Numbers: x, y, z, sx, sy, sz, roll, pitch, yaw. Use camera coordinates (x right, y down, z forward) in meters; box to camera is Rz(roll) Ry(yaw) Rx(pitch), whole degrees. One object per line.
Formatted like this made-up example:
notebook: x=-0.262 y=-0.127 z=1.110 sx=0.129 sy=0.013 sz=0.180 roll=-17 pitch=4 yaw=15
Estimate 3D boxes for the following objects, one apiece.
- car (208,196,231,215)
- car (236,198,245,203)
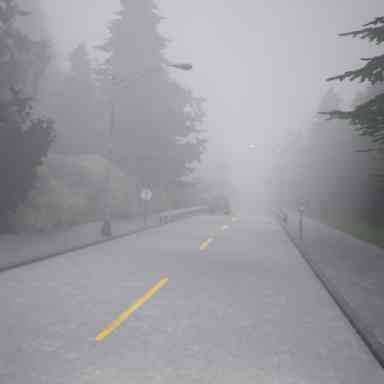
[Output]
car: x=3.250 y=1.537 z=38.602 sx=2.150 sy=2.045 sz=5.566 roll=3 pitch=0 yaw=11
car: x=11.499 y=2.086 z=78.851 sx=2.097 sy=1.767 sz=4.553 roll=3 pitch=0 yaw=12
